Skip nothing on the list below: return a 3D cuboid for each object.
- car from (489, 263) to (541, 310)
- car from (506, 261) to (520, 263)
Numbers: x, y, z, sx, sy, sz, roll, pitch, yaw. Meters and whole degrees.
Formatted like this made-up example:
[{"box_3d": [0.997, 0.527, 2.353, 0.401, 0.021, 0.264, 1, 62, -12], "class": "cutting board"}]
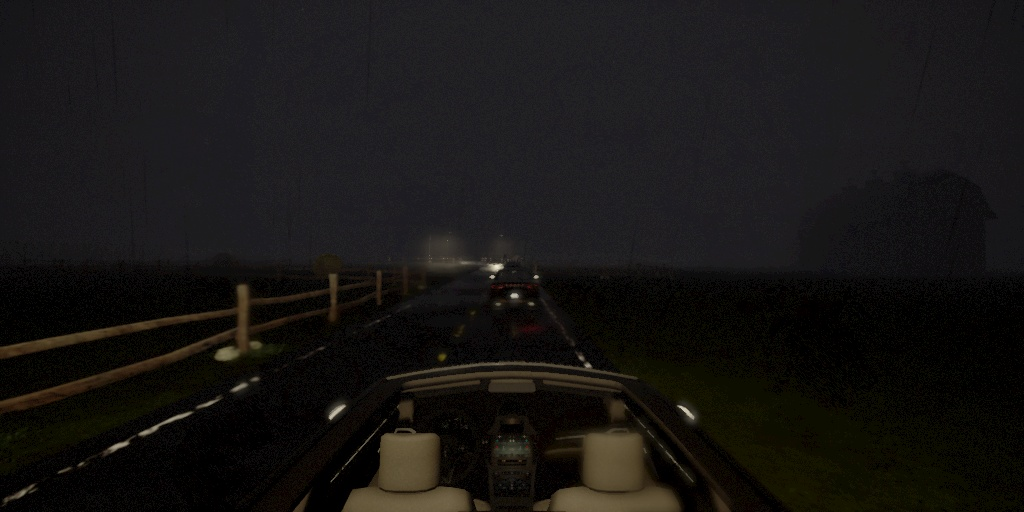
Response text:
[{"box_3d": [0.105, 1.230, 14.790, 1.882, 1.535, 5.008, 0, 0, 0], "class": "car"}, {"box_3d": [0.111, 1.262, 35.319, 1.837, 1.490, 4.892, 0, 0, 0], "class": "car"}]
